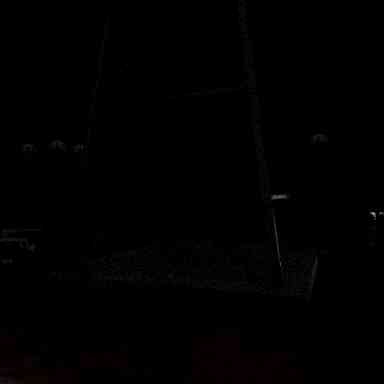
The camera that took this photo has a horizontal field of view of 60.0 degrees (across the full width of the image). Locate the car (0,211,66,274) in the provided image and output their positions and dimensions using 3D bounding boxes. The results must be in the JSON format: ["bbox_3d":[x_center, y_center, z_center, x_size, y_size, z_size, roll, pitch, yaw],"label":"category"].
[{"bbox_3d":[-5.698,1.643,11.552,1.905,1.878,3.866,-1,-1,-8],"label":"car"}]
